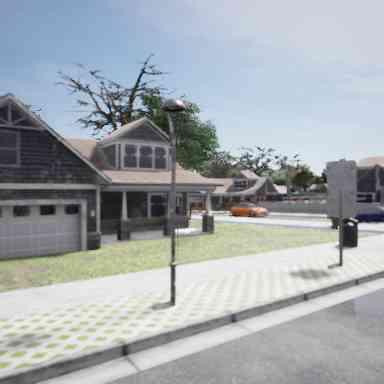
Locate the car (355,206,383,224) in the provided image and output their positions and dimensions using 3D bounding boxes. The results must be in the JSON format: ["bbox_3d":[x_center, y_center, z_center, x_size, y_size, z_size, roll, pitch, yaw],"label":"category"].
[{"bbox_3d":[14.562,1.830,25.840,1.812,1.442,4.674,0,-1,-33],"label":"car"}]

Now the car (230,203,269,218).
[{"bbox_3d":[6.398,2.023,37.257,2.097,1.767,4.553,0,-1,-36],"label":"car"}]
